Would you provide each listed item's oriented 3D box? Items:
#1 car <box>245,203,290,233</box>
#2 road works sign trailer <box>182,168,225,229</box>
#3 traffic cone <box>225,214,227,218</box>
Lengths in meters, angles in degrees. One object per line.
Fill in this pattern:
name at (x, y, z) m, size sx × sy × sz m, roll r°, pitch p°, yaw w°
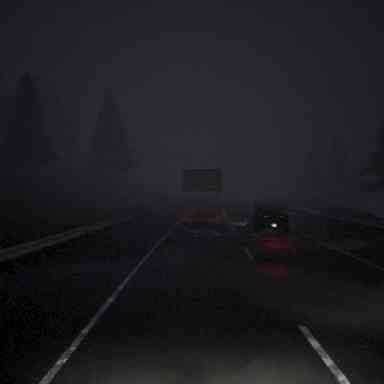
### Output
car at (4.250, 1.394, 19.017) m, size 1.837 × 1.490 × 4.892 m, roll 0°, pitch 0°, yaw 3°
road works sign trailer at (0.646, 0.343, 20.469) m, size 2.380 × 3.560 × 2.880 m, roll 0°, pitch 0°, yaw 4°
traffic cone at (2.676, 1.794, 27.339) m, size 0.340 × 0.580 × 0.340 m, roll 0°, pitch 0°, yaw 4°
